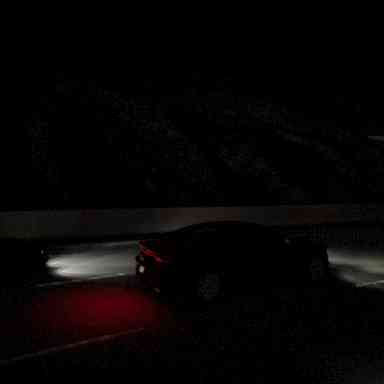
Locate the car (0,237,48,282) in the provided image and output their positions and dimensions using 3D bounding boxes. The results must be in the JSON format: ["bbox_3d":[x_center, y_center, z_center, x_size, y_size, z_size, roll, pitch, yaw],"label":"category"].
[{"bbox_3d":[-6.399,1.480,7.854,5.357,1.411,2.033,0,0,-35],"label":"car"}]

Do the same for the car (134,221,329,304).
[{"bbox_3d":[1.135,1.433,8.033,5.008,1.535,1.882,0,0,-29],"label":"car"}]
